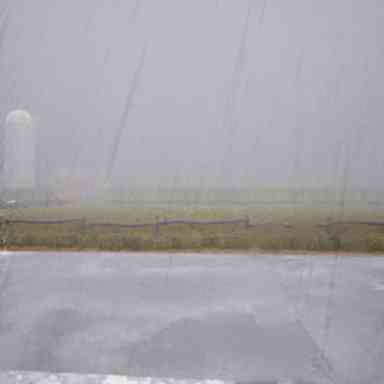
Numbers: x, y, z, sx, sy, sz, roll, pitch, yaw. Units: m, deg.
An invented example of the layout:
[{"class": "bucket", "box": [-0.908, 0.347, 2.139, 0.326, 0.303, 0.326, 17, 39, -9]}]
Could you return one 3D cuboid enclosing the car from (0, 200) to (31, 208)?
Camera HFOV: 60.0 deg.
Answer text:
[{"class": "car", "box": [-24.764, 1.981, 47.415, 1.837, 1.490, 4.892, 0, 0, 5]}]
